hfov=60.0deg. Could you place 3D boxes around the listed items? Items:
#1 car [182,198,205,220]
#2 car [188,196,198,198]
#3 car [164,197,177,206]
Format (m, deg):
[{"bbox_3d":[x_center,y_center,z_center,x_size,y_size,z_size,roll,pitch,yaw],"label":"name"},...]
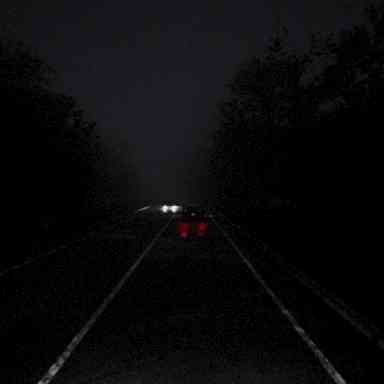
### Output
[{"bbox_3d":[0.104,1.520,27.633,1.812,1.442,4.674,0,0,0],"label":"car"},{"bbox_3d":[0.133,1.330,45.213,2.097,1.767,4.553,0,0,0],"label":"car"},{"bbox_3d":[-3.505,1.549,54.146,1.895,1.301,4.718,0,0,0],"label":"car"}]
